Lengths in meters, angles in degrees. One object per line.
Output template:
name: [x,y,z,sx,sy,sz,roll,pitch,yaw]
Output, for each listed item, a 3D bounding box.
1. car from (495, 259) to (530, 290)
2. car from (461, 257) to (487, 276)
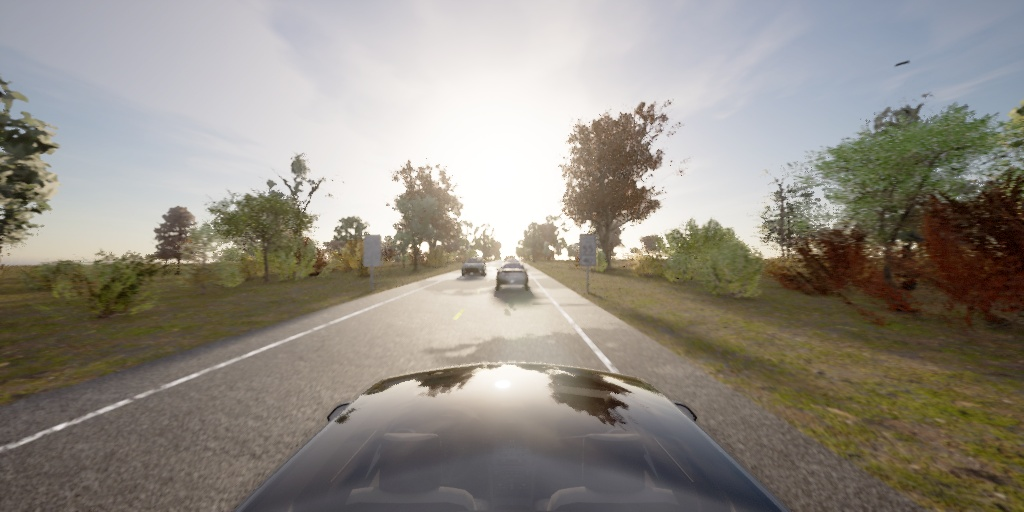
car: [0.028,1.117,21.240,2.128,1.511,4.902,0,0,0]
car: [-3.511,0.916,33.684,2.097,1.767,4.553,0,0,0]
